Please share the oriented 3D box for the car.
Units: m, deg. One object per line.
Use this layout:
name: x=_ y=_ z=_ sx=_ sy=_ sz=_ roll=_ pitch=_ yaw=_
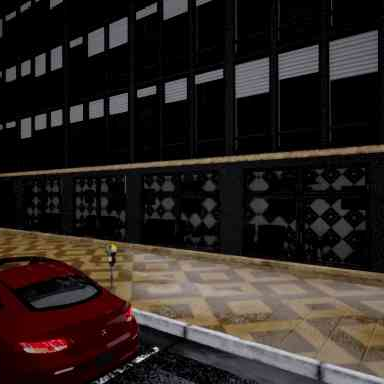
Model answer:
car: x=-2.578 y=1.582 z=4.665 sx=4.206 sy=1.307 sz=1.802 roll=0 pitch=0 yaw=35
